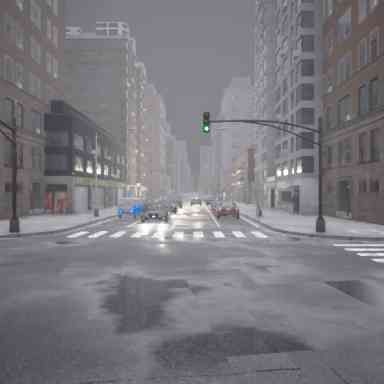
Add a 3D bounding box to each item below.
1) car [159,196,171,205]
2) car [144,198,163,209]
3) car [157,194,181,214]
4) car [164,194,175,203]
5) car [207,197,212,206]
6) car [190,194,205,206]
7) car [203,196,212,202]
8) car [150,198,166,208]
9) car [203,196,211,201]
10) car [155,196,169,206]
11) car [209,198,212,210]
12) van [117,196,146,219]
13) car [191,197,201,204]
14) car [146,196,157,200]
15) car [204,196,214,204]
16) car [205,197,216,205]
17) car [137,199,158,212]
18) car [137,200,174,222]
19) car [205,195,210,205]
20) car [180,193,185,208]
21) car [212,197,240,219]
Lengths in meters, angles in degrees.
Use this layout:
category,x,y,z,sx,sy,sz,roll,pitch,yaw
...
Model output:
category,x,y,z,sx,sy,sz,roll,pitch,yaw
car,-5.070,1.533,62.716,1.967,1.590,4.097,0,0,1
car,-5.274,1.618,46.147,2.008,1.369,4.403,0,0,1
car,-2.628,1.401,36.086,2.097,1.767,4.553,0,0,1
car,-4.934,1.425,73.763,2.192,1.841,5.009,0,0,1
car,3.184,1.631,40.526,1.802,1.307,4.206,0,0,1
car,0.705,1.567,55.854,2.128,1.511,4.902,0,0,1
car,3.660,1.691,79.199,1.802,1.307,4.206,0,0,1
car,-5.206,1.626,51.670,2.008,1.369,4.403,0,0,1
car,3.727,1.662,84.724,1.887,1.381,4.507,0,0,1
car,-5.138,1.524,57.193,1.967,1.590,4.097,0,0,1
car,3.116,1.607,35.002,1.947,1.339,4.313,0,0,1
van,-5.478,1.383,29.577,1.690,1.788,3.998,0,0,1
car,0.833,1.656,66.272,1.994,1.385,4.181,0,0,1
car,-5.410,1.365,35.100,2.192,1.841,5.009,0,0,1
car,3.523,1.637,68.150,1.887,1.381,4.507,0,0,1
car,3.456,1.649,62.625,1.947,1.339,4.313,0,0,1
car,-5.341,1.625,40.624,1.947,1.339,4.313,0,0,1
car,-2.754,1.597,26.052,1.994,1.385,4.181,0,0,1
car,3.387,1.641,57.101,1.947,1.339,4.313,0,0,1
car,-2.486,1.288,46.925,2.150,2.045,5.566,0,0,1
car,3.048,1.473,29.478,1.967,1.590,4.097,0,0,1
